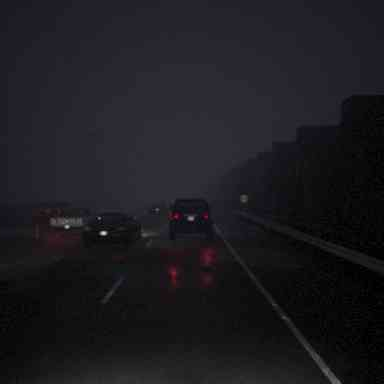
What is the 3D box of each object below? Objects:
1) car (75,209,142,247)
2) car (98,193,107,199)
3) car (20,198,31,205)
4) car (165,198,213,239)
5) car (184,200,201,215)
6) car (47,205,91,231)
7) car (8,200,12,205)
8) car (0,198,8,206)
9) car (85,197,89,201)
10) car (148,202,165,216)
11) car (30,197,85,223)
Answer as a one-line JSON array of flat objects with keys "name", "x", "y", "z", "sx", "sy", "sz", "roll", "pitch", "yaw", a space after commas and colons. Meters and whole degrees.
[{"name": "car", "x": -3.543, "y": 1.627, "z": 15.313, "sx": 1.994, "sy": 1.385, "sz": 4.181, "roll": 0, "pitch": 0, "yaw": 0}, {"name": "car", "x": -24.049, "y": 1.193, "z": 89.426, "sx": 2.150, "sy": 2.045, "sz": 5.566, "roll": 0, "pitch": 0, "yaw": -10}, {"name": "car", "x": -28.229, "y": 1.746, "z": 58.175, "sx": 1.994, "sy": 1.385, "sz": 4.181, "roll": 0, "pitch": 0, "yaw": -1}, {"name": "car", "x": -0.036, "y": 1.311, "z": 17.888, "sx": 2.150, "sy": 2.045, "sz": 5.566, "roll": 0, "pitch": 0, "yaw": 0}, {"name": "car", "x": 0.082, "y": 1.691, "z": 37.405, "sx": 1.837, "sy": 1.490, "sz": 4.892, "roll": 0, "pitch": 0, "yaw": 0}, {"name": "car", "x": -7.038, "y": 1.679, "z": 21.001, "sx": 1.895, "sy": 1.301, "sz": 4.718, "roll": 0, "pitch": 0, "yaw": 0}, {"name": "car", "x": -31.654, "y": 1.718, "z": 54.860, "sx": 1.994, "sy": 1.385, "sz": 4.181, "roll": 0, "pitch": 0, "yaw": -1}, {"name": "car", "x": -24.602, "y": 1.673, "z": 39.950, "sx": 1.994, "sy": 1.385, "sz": 4.181, "roll": 0, "pitch": 0, "yaw": 0}, {"name": "car", "x": -26.222, "y": 1.836, "z": 80.615, "sx": 2.033, "sy": 1.411, "sz": 5.357, "roll": 0, "pitch": 0, "yaw": -6}, {"name": "car", "x": -3.431, "y": 1.724, "z": 34.914, "sx": 1.994, "sy": 1.385, "sz": 4.181, "roll": 0, "pitch": 0, "yaw": 0}, {"name": "car", "x": -10.497, "y": 1.444, "z": 26.389, "sx": 2.097, "sy": 1.767, "sz": 4.553, "roll": 0, "pitch": 0, "yaw": 0}]
